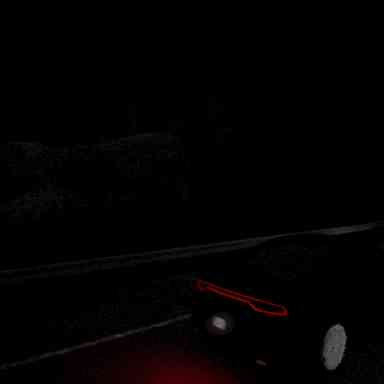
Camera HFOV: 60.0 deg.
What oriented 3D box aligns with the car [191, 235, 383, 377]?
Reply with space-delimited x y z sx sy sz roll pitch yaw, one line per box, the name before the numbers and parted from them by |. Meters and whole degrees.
car | 2.298 1.481 5.670 5.008 1.535 1.882 0 0 -38
